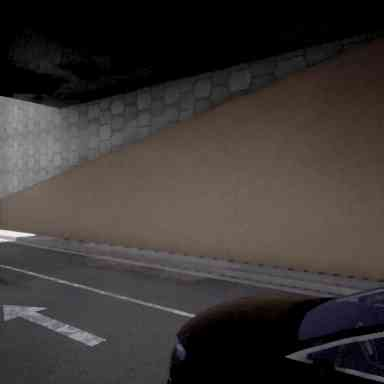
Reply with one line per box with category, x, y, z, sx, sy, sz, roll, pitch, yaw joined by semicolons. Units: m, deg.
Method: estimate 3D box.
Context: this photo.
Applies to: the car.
car;2.001;1.492;2.493;4.902;1.511;2.128;0;0;36
